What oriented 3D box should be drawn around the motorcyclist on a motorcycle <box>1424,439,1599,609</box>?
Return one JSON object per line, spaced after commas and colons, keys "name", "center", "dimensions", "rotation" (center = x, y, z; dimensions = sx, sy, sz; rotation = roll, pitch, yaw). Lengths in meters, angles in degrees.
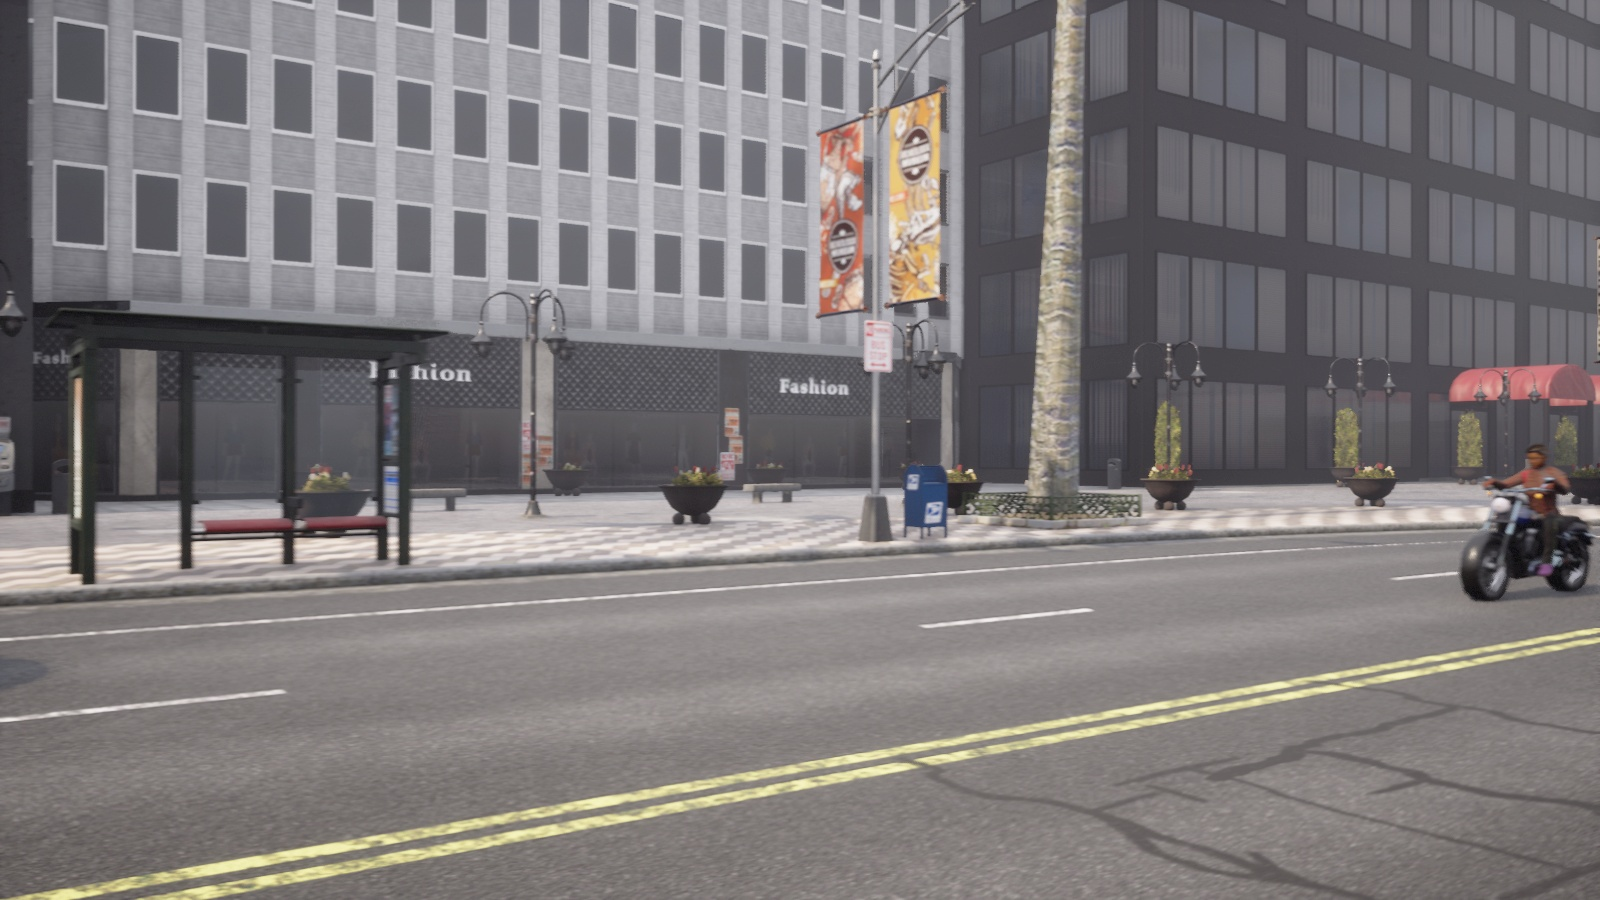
{"name": "motorcyclist on a motorcycle", "center": [7.561, 0.711, 13.128], "dimensions": [2.350, 1.649, 0.766], "rotation": [0, 0, -33]}
